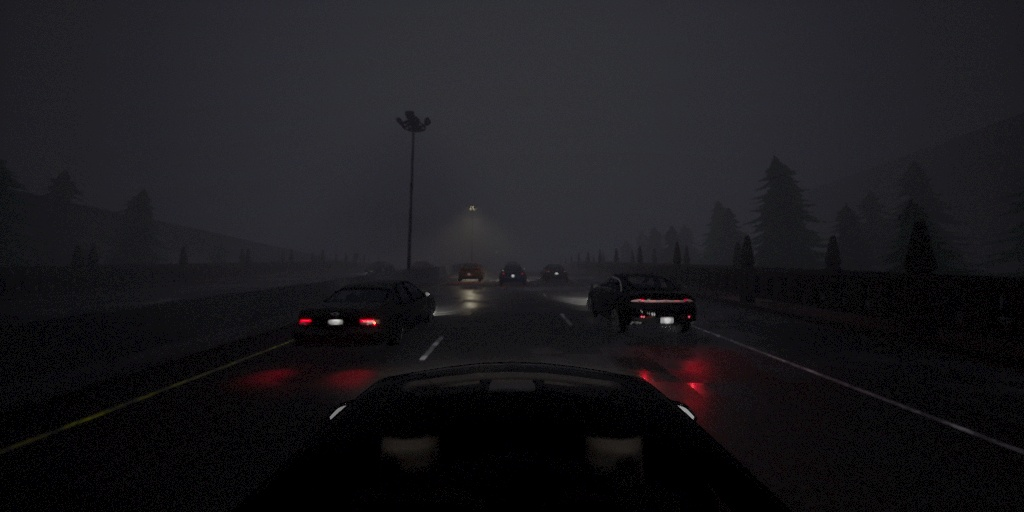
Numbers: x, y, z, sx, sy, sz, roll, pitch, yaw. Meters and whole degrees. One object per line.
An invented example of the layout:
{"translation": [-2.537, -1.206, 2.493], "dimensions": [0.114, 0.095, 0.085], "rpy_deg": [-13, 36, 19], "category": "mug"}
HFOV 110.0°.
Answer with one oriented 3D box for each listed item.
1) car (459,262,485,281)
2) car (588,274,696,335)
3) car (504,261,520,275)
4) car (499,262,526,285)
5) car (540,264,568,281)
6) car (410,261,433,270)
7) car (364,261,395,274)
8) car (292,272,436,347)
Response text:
{"translation": [-3.436, 1.313, 31.197], "dimensions": [1.882, 1.535, 5.008], "rpy_deg": [0, 0, 0], "category": "car"}
{"translation": [3.589, 1.276, 10.727], "dimensions": [2.128, 1.511, 4.902], "rpy_deg": [0, 0, 0], "category": "car"}
{"translation": [0.050, 1.390, 42.950], "dimensions": [1.812, 1.442, 4.674], "rpy_deg": [0, 0, 0], "category": "car"}
{"translation": [0.067, 1.390, 27.237], "dimensions": [1.994, 1.385, 4.181], "rpy_deg": [0, 0, 0], "category": "car"}
{"translation": [3.564, 1.398, 30.666], "dimensions": [1.994, 1.385, 4.181], "rpy_deg": [0, 0, 0], "category": "car"}
{"translation": [-10.632, 1.337, 42.011], "dimensions": [1.882, 1.535, 5.008], "rpy_deg": [0, 0, 0], "category": "car"}
{"translation": [-14.136, 1.344, 38.453], "dimensions": [2.128, 1.511, 4.902], "rpy_deg": [0, 0, 0], "category": "car"}
{"translation": [-3.409, 1.329, 9.430], "dimensions": [2.033, 1.411, 5.357], "rpy_deg": [0, 0, 0], "category": "car"}
